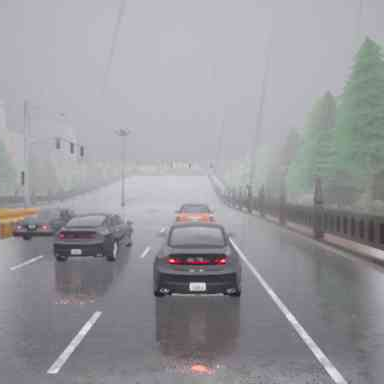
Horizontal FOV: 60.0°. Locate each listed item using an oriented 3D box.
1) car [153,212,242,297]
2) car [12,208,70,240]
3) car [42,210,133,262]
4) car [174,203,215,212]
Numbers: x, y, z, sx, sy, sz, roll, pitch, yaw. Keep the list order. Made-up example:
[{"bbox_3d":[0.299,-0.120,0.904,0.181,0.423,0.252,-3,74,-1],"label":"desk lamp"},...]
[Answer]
[{"bbox_3d":[0.116,1.499,8.557,1.837,1.490,4.892,0,0,0],"label":"car"},{"bbox_3d":[-6.867,1.536,16.786,2.033,1.411,5.357,0,0,0],"label":"car"},{"bbox_3d":[-3.375,1.496,12.127,1.837,1.490,4.892,0,0,0],"label":"car"},{"bbox_3d":[0.135,1.340,17.571,2.097,1.767,4.553,0,0,0],"label":"car"}]
